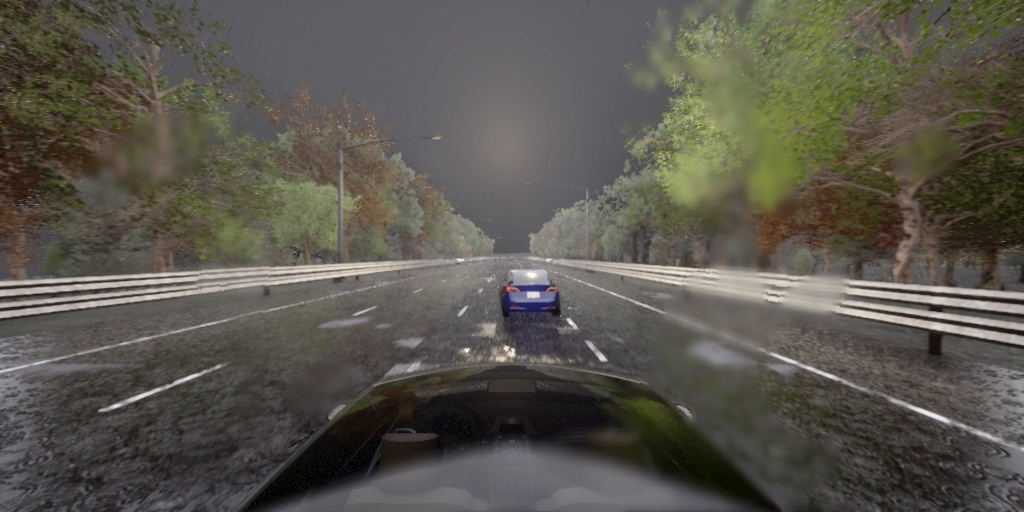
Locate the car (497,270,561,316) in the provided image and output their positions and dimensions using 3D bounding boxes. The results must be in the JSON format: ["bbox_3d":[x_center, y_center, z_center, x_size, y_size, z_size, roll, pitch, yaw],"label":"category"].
[{"bbox_3d":[0.541,1.233,13.291,2.163,1.488,4.792,0,0,-3],"label":"car"}]
